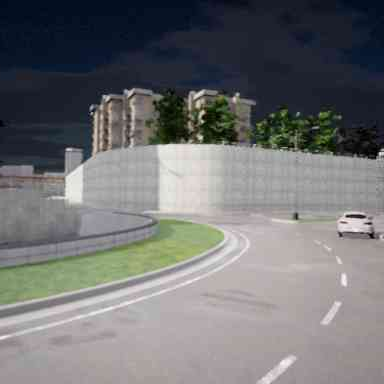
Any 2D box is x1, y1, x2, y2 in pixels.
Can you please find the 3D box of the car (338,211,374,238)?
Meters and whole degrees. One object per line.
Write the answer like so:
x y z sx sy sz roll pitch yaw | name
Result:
9.970 1.897 20.237 1.812 1.442 4.674 0 -1 26 | car

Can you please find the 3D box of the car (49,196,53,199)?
-35.270 1.853 82.257 1.895 1.301 4.718 1 -1 -23 | car
